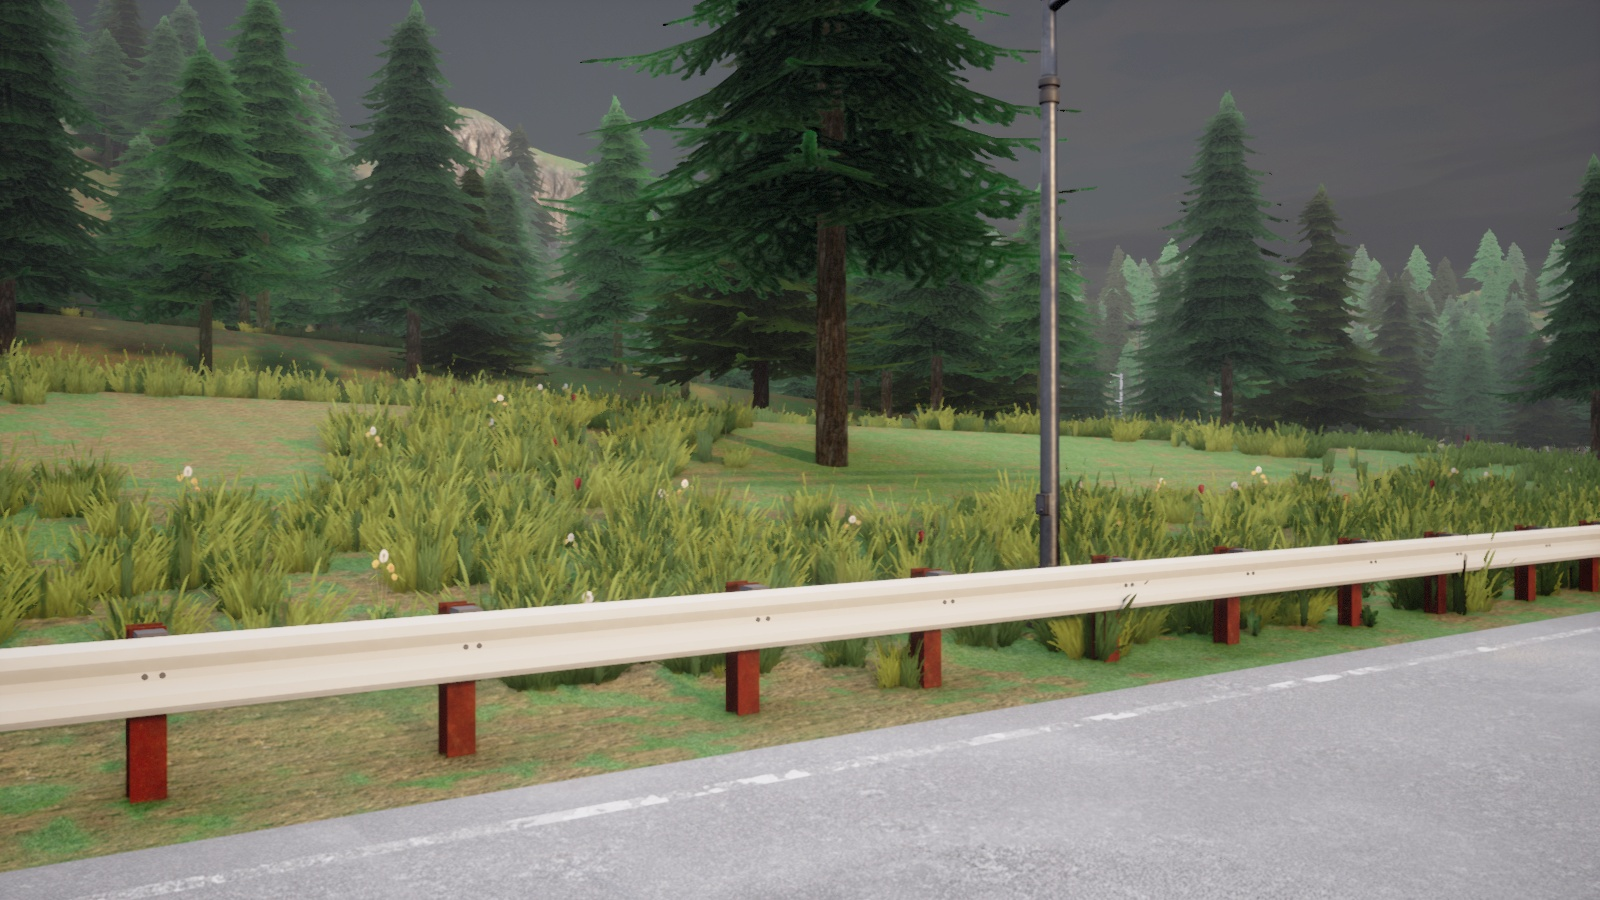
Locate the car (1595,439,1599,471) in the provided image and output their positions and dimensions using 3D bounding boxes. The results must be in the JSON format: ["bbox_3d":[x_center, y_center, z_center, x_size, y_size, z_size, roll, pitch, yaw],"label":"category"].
[{"bbox_3d":[45.724,0.275,67.539,2.097,1.767,4.553,0,0,-36],"label":"car"}]
